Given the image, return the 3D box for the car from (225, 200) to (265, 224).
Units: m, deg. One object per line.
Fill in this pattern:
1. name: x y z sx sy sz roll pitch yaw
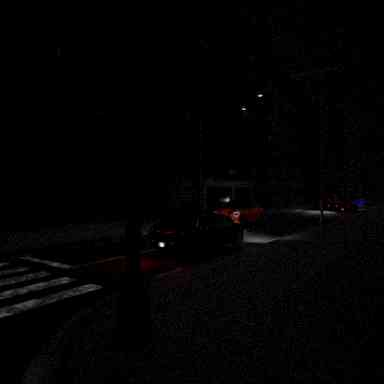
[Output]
1. car: 3.105 1.345 22.121 2.097 1.767 4.553 0 0 35

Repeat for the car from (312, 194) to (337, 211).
1. car: 16.785 1.217 41.783 2.150 2.045 5.566 0 0 35

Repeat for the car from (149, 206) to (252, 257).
1. car: 0.364 1.510 13.142 1.837 1.490 4.892 0 0 35

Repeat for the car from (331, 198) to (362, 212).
1. car: 17.838 1.605 38.351 1.895 1.301 4.718 0 0 35

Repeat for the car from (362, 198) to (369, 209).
1. car: 23.586 1.537 46.749 1.812 1.442 4.674 0 0 35
